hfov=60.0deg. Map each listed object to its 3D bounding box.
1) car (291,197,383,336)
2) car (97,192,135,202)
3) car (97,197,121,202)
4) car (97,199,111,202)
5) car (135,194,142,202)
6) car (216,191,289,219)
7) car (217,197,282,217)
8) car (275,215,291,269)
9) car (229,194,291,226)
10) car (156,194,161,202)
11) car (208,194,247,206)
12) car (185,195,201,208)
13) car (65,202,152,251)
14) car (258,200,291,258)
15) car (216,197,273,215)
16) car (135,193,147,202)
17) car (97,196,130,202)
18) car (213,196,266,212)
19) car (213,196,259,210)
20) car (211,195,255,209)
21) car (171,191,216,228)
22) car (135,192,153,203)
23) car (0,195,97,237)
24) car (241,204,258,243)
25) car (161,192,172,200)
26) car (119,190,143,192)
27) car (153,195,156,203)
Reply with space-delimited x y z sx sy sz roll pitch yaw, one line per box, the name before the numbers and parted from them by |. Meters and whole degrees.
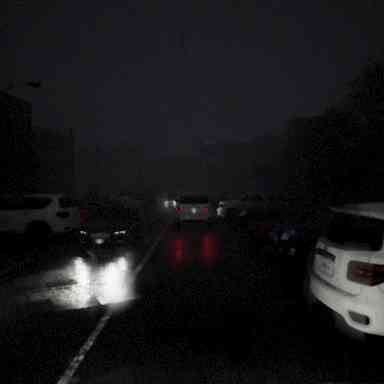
car | 4.678 1.180 5.004 5.566 2.045 2.435 0 1 0
car | -7.707 1.080 29.127 4.553 1.767 2.185 0 1 0
car | -7.674 1.301 23.251 4.674 1.452 2.002 0 1 0
car | -7.674 1.330 20.189 4.674 1.452 2.002 0 1 0
car | -7.681 1.181 31.940 4.892 1.521 2.231 0 1 0
car | 4.625 0.997 24.557 5.566 2.045 2.435 0 1 0
car | 4.648 1.222 27.354 5.008 1.535 2.097 0 1 0
car | 4.680 1.435 7.798 4.792 1.488 2.163 0 1 0
car | 4.684 1.174 19.096 4.553 1.767 2.185 0 1 0
car | -7.644 0.715 46.653 5.566 2.045 2.435 0 1 0
car | 4.651 1.033 44.126 4.892 1.521 2.231 0 2 0
car | 0.107 1.162 41.658 1.994 1.385 4.181 0 1 0
car | -3.098 1.363 13.565 2.128 1.511 4.902 0 1 0
car | 4.683 1.254 10.590 4.553 1.767 2.185 0 1 0
car | 4.661 1.197 30.146 4.892 1.521 2.231 0 1 0
car | -7.860 1.148 35.003 5.366 1.575 1.946 0 1 0
car | -7.705 1.263 26.190 4.792 1.488 2.163 0 1 0
car | 4.649 1.170 33.065 4.892 1.521 2.231 0 1 0
car | 4.657 1.183 35.735 4.674 1.452 2.002 0 1 0
car | 4.662 1.118 38.524 4.892 1.521 2.231 0 1 0
car | 0.103 1.027 20.728 2.150 2.045 5.566 0 1 0
car | -7.489 1.120 37.943 5.366 1.575 1.946 0 1 0
car | -7.646 1.192 17.249 4.553 1.767 2.185 0 1 0
car | 4.622 1.383 13.387 4.792 1.488 2.163 0 1 0
car | -4.197 0.625 57.436 1.895 1.301 4.718 -1 4 -19
car | -7.643 0.965 40.883 4.553 1.767 2.185 0 1 0
car | -7.678 1.042 43.714 5.008 1.535 2.097 0 1 0
